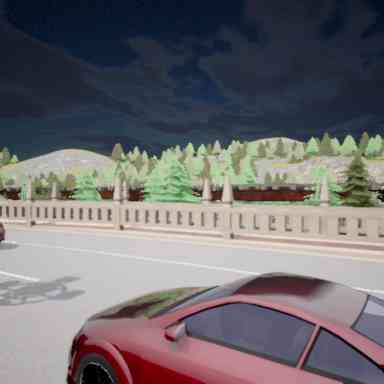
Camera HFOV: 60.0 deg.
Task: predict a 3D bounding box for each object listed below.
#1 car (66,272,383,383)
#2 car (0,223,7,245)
[{"bbox_3d":[0.684,1.549,3.274,4.181,1.385,1.994,0,0,35],"label":"car"},{"bbox_3d":[-9.451,1.484,13.313,4.674,1.442,1.812,0,0,27],"label":"car"}]
